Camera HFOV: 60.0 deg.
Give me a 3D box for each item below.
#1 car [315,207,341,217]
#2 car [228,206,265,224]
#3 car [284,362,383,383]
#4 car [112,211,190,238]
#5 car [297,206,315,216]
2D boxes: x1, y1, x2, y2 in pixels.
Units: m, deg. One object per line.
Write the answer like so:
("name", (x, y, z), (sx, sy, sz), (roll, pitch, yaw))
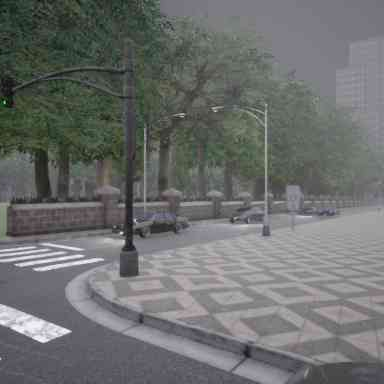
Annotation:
("car", (17.939, 2.575, 43.234), (1.895, 1.301, 4.718), (0, -1, 35))
("car", (5.124, 2.108, 30.677), (1.837, 1.490, 4.892), (0, -1, 35))
("car", (2.349, 1.551, 1.283), (4.403, 1.369, 2.008), (0, 0, 36))
("car", (-2.293, 1.888, 20.218), (2.033, 1.411, 5.357), (0, -1, 35))
("car", (16.028, 2.566, 45.927), (1.994, 1.385, 4.181), (0, -1, 36))
